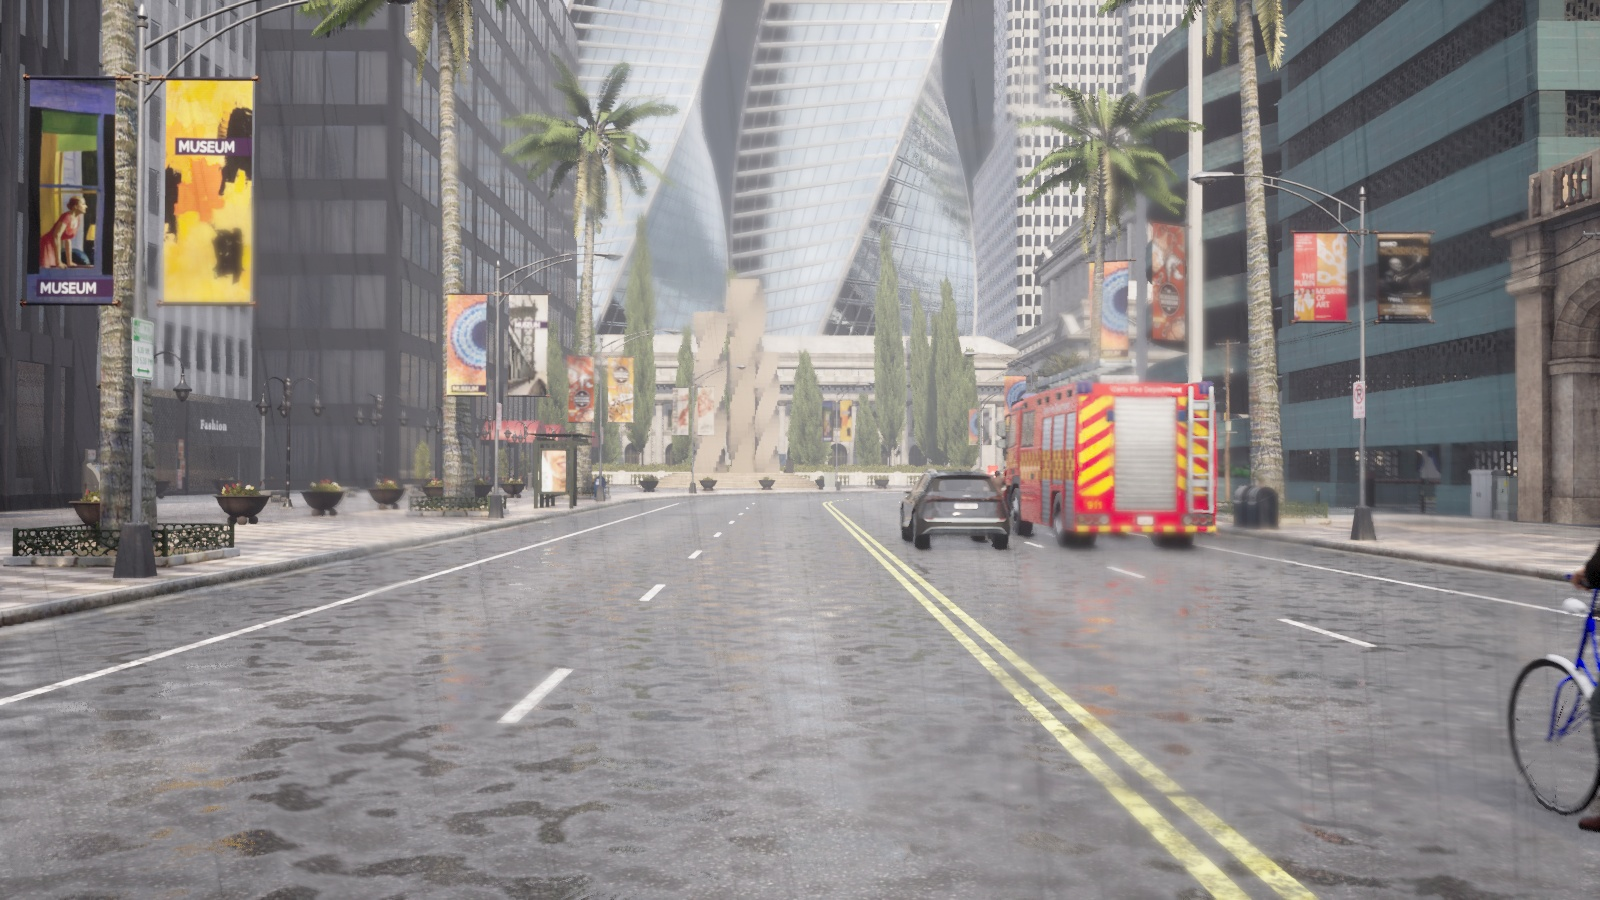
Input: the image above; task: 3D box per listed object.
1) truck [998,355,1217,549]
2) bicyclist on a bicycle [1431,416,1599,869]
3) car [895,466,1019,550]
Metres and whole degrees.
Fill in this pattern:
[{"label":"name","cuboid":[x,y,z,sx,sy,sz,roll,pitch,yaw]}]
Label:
[{"label":"truck","cuboid":[6.764,0.111,29.125,2.891,3.827,8.468,0,-1,0]},{"label":"bicyclist on a bicycle","cuboid":[3.466,0.760,5.291,0.659,1.776,1.843,0,-1,0]},{"label":"car","cuboid":[3.284,1.188,27.225,2.033,1.649,4.856,0,-1,0]}]
